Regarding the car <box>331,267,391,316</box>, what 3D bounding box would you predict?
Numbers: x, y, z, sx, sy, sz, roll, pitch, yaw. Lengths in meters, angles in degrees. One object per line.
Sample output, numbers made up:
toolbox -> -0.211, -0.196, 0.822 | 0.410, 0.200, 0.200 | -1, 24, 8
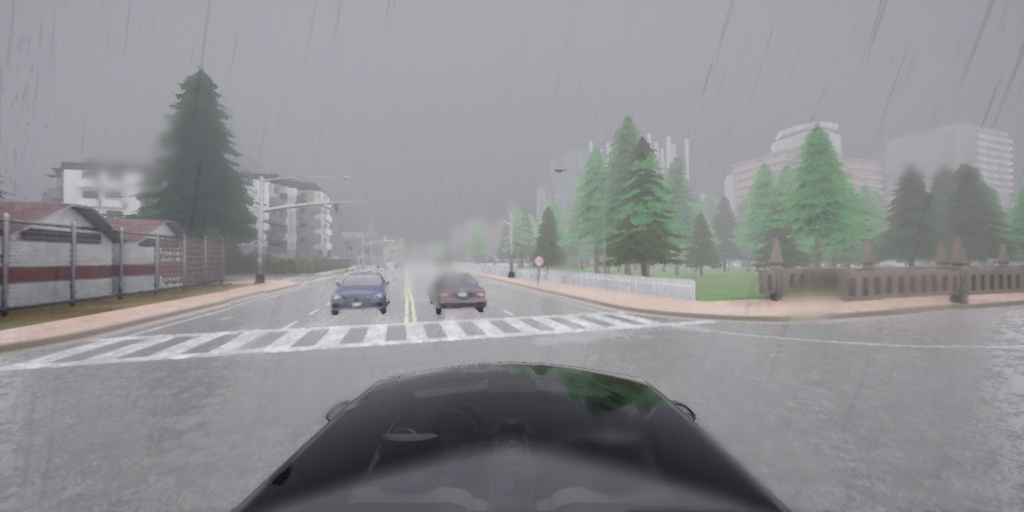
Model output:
car -> -5.870, 1.361, 14.306 | 1.812, 1.442, 4.674 | 0, 0, -16

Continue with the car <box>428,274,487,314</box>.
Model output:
car -> -2.335, 1.427, 14.706 | 2.033, 1.411, 5.357 | 0, -1, -16
